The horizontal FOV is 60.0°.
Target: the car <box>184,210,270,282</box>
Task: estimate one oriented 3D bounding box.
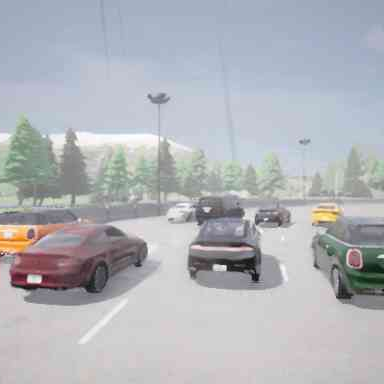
[{"bbox_3d":[1.132,1.533,10.005,2.128,1.511,4.902,0,0,12],"label":"car"}]

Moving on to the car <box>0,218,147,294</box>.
[{"bbox_3d":[-2.678,1.562,8.855,1.812,1.442,4.674,0,0,11],"label":"car"}]

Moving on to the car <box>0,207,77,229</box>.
[{"bbox_3d":[-5.389,1.403,12.725,2.097,1.767,4.553,0,0,13],"label":"car"}]

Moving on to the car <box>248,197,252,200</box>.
[{"bbox_3d":[11.110,1.778,63.173,4.674,1.442,1.812,0,0,-38],"label":"car"}]

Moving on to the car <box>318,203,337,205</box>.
[{"bbox_3d":[9.974,1.575,24.396,1.882,1.535,5.008,0,0,27],"label":"car"}]

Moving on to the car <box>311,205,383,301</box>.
[{"bbox_3d":[4.369,1.385,8.409,2.097,1.767,4.553,0,0,11],"label":"car"}]

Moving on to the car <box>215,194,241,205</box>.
[{"bbox_3d":[7.462,1.502,69.249,5.566,2.045,2.150,0,0,-40],"label":"car"}]

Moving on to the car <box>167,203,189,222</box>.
[{"bbox_3d":[-0.358,1.635,27.136,1.812,1.442,4.674,0,0,26],"label":"car"}]

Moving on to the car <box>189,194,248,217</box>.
[{"bbox_3d":[2.103,1.321,24.256,2.150,2.045,5.566,0,0,24],"label":"car"}]

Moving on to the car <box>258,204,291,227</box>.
[{"bbox_3d":[5.926,1.589,24.095,2.128,1.511,4.902,0,0,26],"label":"car"}]

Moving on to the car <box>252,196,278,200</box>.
[{"bbox_3d":[13.796,1.595,60.782,4.553,1.767,2.097,0,0,-37],"label":"car"}]

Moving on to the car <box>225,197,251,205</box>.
[{"bbox_3d":[9.252,1.811,66.284,5.357,1.411,2.033,0,0,-37],"label":"car"}]
